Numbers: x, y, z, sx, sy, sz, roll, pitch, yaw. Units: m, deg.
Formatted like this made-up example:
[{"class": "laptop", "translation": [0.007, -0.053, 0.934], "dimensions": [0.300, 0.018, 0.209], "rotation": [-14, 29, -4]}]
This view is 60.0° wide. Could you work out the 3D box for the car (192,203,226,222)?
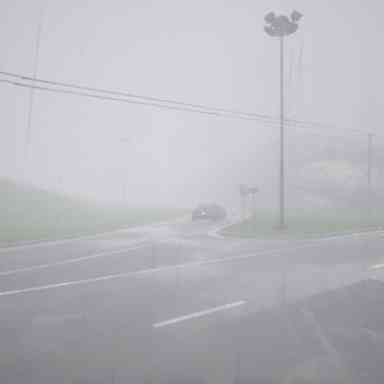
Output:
[{"class": "car", "translation": [1.420, 1.538, 26.331], "dimensions": [1.994, 1.385, 4.181], "rotation": [0, 0, 17]}]
